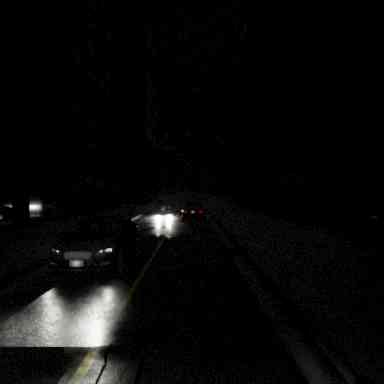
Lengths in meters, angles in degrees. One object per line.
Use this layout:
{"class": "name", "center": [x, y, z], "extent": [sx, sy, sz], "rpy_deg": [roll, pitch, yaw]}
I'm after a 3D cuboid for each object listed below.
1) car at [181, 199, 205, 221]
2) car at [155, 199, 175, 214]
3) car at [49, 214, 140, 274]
{"class": "car", "center": [0.081, 1.542, 27.340], "extent": [2.033, 1.411, 5.357], "rpy_deg": [0, 0, 0]}
{"class": "car", "center": [-2.812, 1.471, 35.279], "extent": [2.128, 1.511, 4.902], "rpy_deg": [0, 0, 1]}
{"class": "car", "center": [-2.847, 1.499, 10.644], "extent": [2.128, 1.511, 4.902], "rpy_deg": [0, 0, 0]}
